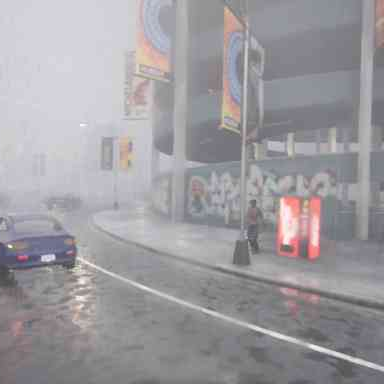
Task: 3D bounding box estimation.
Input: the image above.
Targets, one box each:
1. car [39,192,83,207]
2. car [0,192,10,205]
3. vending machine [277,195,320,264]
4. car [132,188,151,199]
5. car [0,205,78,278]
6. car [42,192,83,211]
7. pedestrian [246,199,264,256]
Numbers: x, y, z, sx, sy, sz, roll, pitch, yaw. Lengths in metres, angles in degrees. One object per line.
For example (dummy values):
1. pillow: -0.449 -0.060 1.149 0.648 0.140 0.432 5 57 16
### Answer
1. car: -14.361 0.753 36.895 2.033 1.411 5.357 1 1 11
2. car: -18.602 0.692 30.294 1.837 1.490 4.892 1 1 2
3. vending machine: 3.476 1.146 10.828 0.880 2.100 1.100 2 1 45
4. car: -9.084 0.211 64.258 2.150 2.045 5.566 2 1 31
5. car: -4.736 1.300 9.476 1.812 1.442 4.674 0 1 -38
6. car: -11.481 0.861 30.292 1.837 1.490 4.892 1 1 0
7. pedestrian: 1.939 1.061 10.441 0.375 1.860 0.375 1 1 -43
